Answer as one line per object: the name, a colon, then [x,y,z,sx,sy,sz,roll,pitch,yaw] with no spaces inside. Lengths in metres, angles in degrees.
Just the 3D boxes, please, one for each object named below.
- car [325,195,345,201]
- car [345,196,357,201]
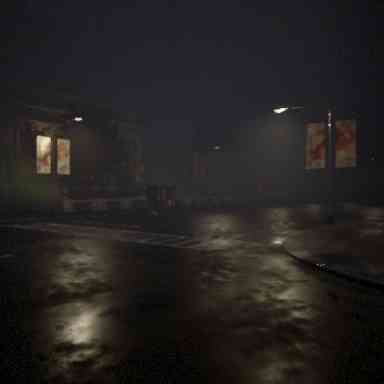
car: [34.809,1.477,81.889,4.674,1.452,2.002,0,0,-35]
car: [39.667,1.551,84.929,4.718,1.301,1.895,0,0,-25]
